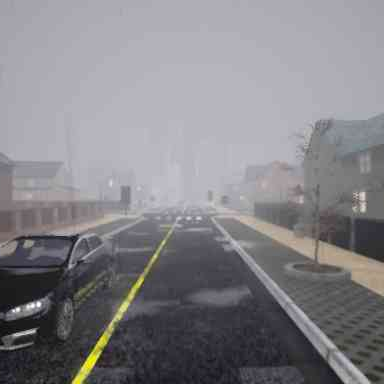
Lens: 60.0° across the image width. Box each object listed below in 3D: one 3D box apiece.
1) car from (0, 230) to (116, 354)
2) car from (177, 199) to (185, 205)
[{"bbox_3d":[-2.849,1.578,6.626,2.128,1.511,4.902,0,-1,0],"label":"car"},{"bbox_3d":[-2.744,2.567,84.933,1.882,1.535,5.008,0,-1,0],"label":"car"}]
